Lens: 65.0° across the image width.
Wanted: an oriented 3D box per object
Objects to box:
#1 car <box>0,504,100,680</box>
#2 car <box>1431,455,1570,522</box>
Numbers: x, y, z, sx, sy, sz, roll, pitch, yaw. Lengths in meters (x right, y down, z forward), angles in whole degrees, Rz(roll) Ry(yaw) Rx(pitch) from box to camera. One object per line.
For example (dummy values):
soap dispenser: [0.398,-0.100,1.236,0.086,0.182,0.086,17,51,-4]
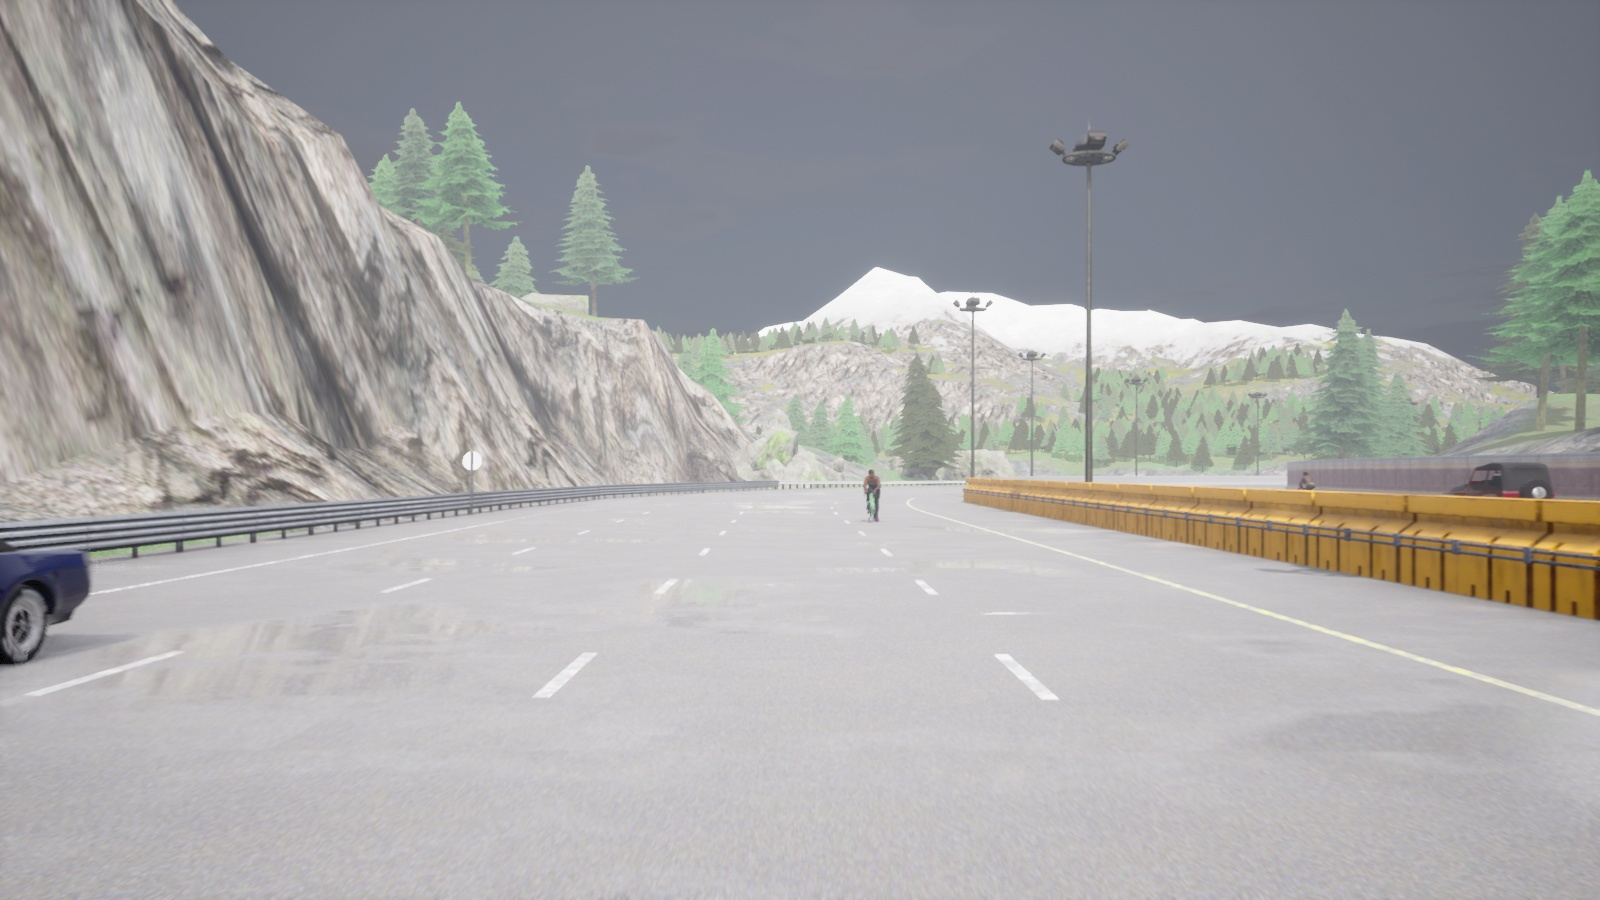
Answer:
car: [-7.020,1.086,8.535,1.895,1.301,4.718,0,-1,0]
car: [20.741,1.149,37.372,1.905,1.878,3.866,0,-2,-1]
